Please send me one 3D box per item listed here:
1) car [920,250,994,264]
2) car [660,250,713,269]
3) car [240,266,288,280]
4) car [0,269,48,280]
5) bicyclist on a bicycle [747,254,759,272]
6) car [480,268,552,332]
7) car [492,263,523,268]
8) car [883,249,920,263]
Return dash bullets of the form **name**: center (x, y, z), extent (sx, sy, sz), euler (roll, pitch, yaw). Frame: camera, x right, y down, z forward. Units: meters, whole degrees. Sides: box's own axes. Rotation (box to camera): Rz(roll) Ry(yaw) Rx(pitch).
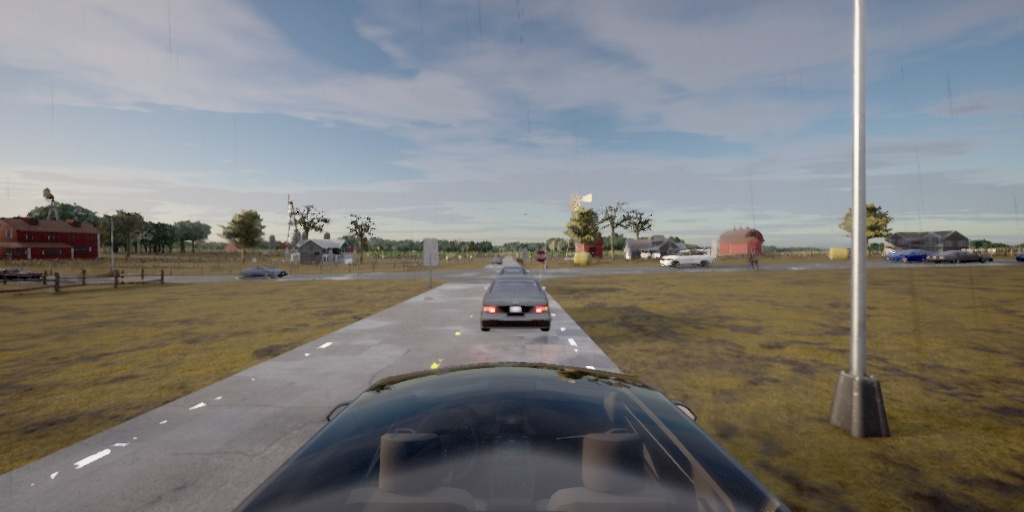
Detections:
- **car**: center (47.381, 0.134, 38.048), extent (5.357, 1.411, 2.033), euler (-1, 1, 0)
- **car**: center (20.260, 0.338, 41.665), extent (5.566, 2.045, 2.150), euler (-1, 1, 0)
- **car**: center (-26.239, 1.753, 37.928), extent (4.181, 1.385, 1.994), euler (-1, 1, 0)
- **car**: center (-52.373, 1.985, 37.970), extent (4.718, 1.301, 1.895), euler (0, 1, 0)
- **bicyclist on a bicycle**: center (22.858, 0.664, 34.080), extent (0.582, 1.620, 1.656), euler (-1, 0, 0)
- **car**: center (0.091, 1.270, 10.755), extent (2.033, 1.411, 5.357), euler (0, 0, 0)
- **car**: center (0.072, 1.263, 19.893), extent (1.994, 1.385, 4.181), euler (0, 0, 1)
- **car**: center (46.169, 0.008, 41.650), extent (5.008, 1.535, 1.882), euler (-1, 1, 0)
